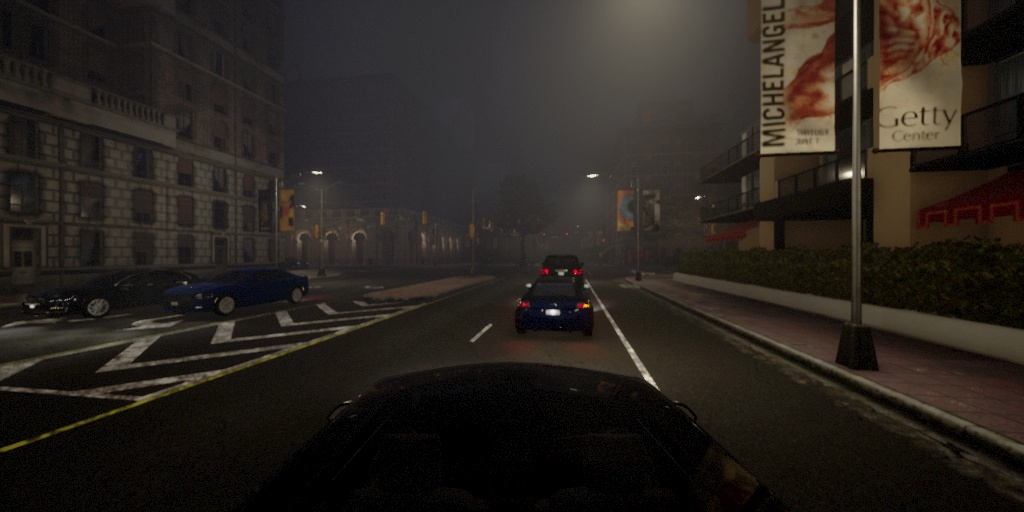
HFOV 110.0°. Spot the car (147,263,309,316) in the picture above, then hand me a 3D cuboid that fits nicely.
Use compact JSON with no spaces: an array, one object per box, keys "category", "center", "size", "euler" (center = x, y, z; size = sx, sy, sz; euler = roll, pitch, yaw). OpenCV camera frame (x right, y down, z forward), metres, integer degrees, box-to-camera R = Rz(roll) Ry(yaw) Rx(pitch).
[{"category":"car","center":[-10.046,1.198,13.563],"size":[1.882,1.535,5.008],"euler":[0,0,9]}]

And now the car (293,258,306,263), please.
[{"category":"car","center":[-30.328,0.981,49.082],"size":[4.553,1.767,2.097],"euler":[0,0,9]}]

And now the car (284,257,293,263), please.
[{"category":"car","center":[-31.067,1.144,45.650],"size":[4.892,1.490,1.837],"euler":[0,0,9]}]

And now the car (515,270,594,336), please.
[{"category":"car","center":[1.294,1.289,10.412],"size":[1.994,1.385,4.181],"euler":[0,0,10]}]

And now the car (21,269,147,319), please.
[{"category":"car","center":[-13.699,1.229,12.919],"size":[1.837,1.490,4.892],"euler":[0,0,9]}]

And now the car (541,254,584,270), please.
[{"category":"car","center":[2.772,0.920,19.700],"size":[2.150,2.045,5.566],"euler":[0,0,9]}]
